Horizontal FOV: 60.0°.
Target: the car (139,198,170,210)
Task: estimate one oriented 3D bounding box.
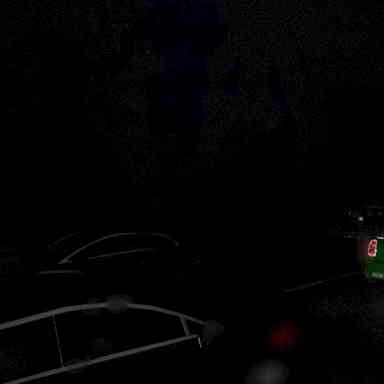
[{"bbox_3d":[-5.064,1.542,44.364,5.008,1.535,1.882,-1,0,43],"label":"car"}]

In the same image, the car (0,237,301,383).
[{"bbox_3d":[-1.037,1.491,2.986,4.902,1.511,2.128,0,0,-36],"label":"car"}]

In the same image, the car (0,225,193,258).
[{"bbox_3d":[-1.884,1.491,6.936,4.902,1.511,2.128,0,0,-35],"label":"car"}]

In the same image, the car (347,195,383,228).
[{"bbox_3d":[12.189,1.216,21.146,5.566,2.045,2.150,0,0,-35],"label":"car"}]

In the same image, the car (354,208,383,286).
[{"bbox_3d":[6.279,1.349,8.178,4.553,1.767,2.097,0,0,-35],"label":"car"}]
